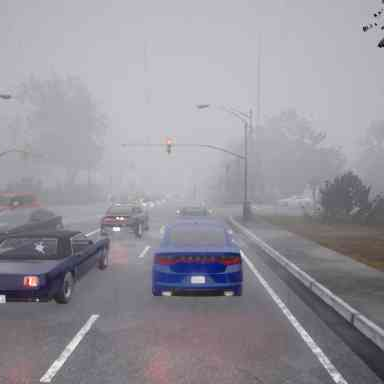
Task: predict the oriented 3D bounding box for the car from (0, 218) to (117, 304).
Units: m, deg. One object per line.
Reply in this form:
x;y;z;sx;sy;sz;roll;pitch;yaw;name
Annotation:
-3.387;1.573;8.044;1.895;1.301;4.718;0;0;0;car

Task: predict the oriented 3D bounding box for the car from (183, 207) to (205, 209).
0.126;1.458;17.572;1.994;1.385;4.181;0;0;0;car

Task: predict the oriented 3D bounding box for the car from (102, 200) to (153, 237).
-3.373;1.402;17.296;1.837;1.490;4.892;0;0;0;car

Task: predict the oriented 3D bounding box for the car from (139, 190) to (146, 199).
-10.432;0.671;67.218;2.150;2.045;5.566;0;0;0;car

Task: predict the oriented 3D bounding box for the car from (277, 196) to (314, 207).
13.290;1.200;42.822;4.674;1.442;1.812;0;1;-3;car

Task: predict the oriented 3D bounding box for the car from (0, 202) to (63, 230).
-7.078;1.405;13.848;1.882;1.535;5.008;0;1;0;car

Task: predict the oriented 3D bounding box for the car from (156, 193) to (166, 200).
-6.984;0.956;74.345;1.895;1.301;4.718;0;1;-1;car

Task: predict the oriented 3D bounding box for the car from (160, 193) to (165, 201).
-6.965;0.956;64.319;1.882;1.535;5.008;0;1;0;car

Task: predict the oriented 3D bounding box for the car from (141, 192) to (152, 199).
-10.562;0.841;77.662;2.128;1.511;4.902;0;1;-1;car

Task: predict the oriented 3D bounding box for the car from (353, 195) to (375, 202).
22.478;1.174;43.329;4.892;1.490;1.837;0;1;-3;car

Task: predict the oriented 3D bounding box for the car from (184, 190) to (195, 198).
-0.340;0.419;85.464;2.150;2.045;5.566;0;1;-4;car

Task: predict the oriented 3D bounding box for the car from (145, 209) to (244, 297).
0.114;1.446;8.591;1.882;1.535;5.008;0;0;0;car

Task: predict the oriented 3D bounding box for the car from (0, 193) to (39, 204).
-10.571;1.106;18.760;2.150;2.045;5.566;0;0;0;car

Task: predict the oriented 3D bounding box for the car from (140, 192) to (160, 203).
-7.006;1.127;55.511;1.994;1.385;4.181;0;1;0;car

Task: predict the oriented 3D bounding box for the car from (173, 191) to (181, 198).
-3.836;0.737;85.329;2.033;1.411;5.357;0;1;-4;car

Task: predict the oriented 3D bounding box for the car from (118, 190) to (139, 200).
-10.536;0.929;53.902;2.097;1.767;4.553;0;1;1;car
